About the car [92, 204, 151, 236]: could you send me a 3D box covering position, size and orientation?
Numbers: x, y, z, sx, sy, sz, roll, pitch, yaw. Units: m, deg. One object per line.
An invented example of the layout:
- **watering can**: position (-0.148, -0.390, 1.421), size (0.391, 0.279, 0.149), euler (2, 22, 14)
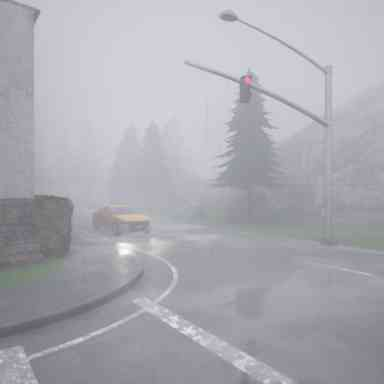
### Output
- **car**: position (-4.039, 1.474, 18.650), size (1.882, 1.535, 5.008), euler (0, 0, -34)
